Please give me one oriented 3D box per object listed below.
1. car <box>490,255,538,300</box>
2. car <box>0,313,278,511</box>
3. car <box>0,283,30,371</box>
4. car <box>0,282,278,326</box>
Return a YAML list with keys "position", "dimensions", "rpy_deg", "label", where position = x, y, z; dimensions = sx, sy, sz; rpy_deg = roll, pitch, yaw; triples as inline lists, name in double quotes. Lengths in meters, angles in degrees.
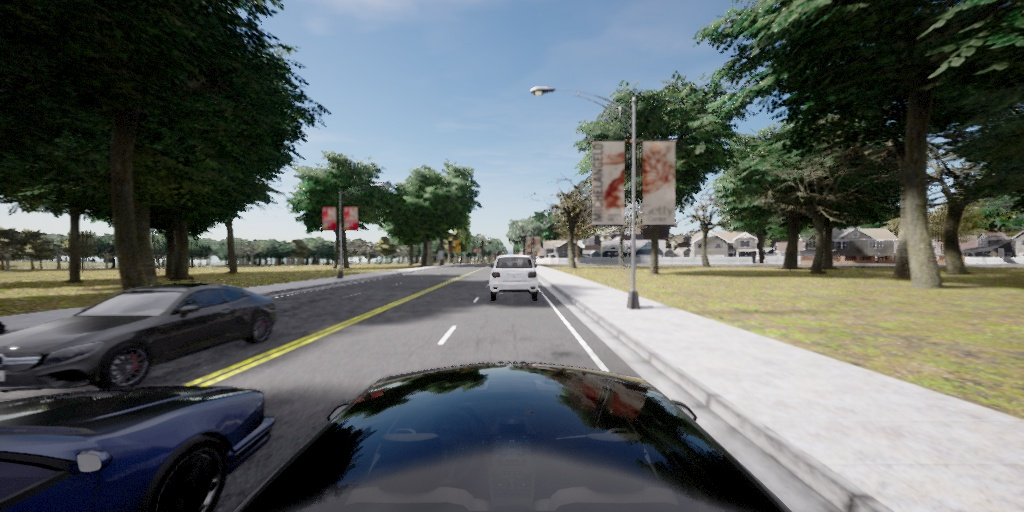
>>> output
- position: [0.095, 0.969, 17.773]
  dimensions: [2.150, 2.045, 5.566]
  rpy_deg: [0, 0, 0]
  label: "car"
- position: [-3.150, 1.298, 0.879]
  dimensions: [2.033, 1.411, 5.357]
  rpy_deg: [0, 0, 0]
  label: "car"
- position: [-9.847, 1.253, 4.189]
  dimensions: [1.837, 1.490, 4.892]
  rpy_deg: [0, 0, 0]
  label: "car"
- position: [-6.595, 1.272, 6.891]
  dimensions: [1.812, 1.442, 4.674]
  rpy_deg: [0, 0, 0]
  label: "car"
